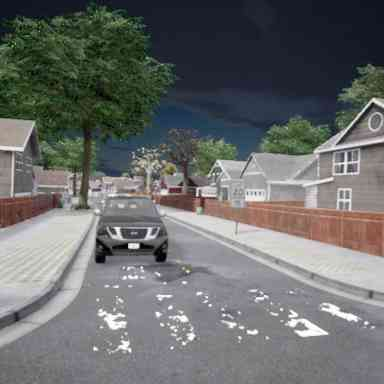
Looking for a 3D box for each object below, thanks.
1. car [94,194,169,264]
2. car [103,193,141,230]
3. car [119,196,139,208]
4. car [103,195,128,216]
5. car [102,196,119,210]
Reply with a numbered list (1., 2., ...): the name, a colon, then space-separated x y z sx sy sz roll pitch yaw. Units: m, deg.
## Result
1. car: -2.274 1.173 12.041 2.150 2.045 5.566 2 -1 -14
2. car: -4.783 1.161 22.097 2.150 2.045 5.566 2 0 -15
3. car: -9.137 1.429 47.798 2.128 1.511 4.902 2 0 -18
4. car: -7.412 1.265 31.823 2.097 1.767 4.553 2 0 -16
5. car: -10.275 1.348 41.778 1.882 1.535 5.008 2 0 -16
